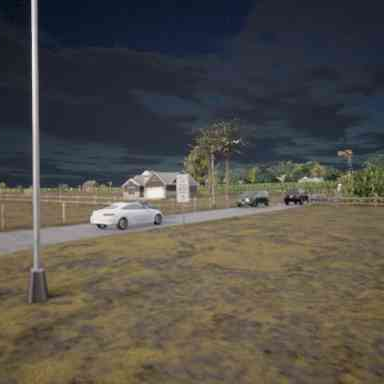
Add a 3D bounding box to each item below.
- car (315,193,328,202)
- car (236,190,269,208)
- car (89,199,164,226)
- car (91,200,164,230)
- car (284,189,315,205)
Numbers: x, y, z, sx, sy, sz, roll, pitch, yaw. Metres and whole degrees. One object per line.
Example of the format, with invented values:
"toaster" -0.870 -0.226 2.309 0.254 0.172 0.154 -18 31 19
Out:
"car" 19.995 0.876 52.639 2.033 1.411 5.357 -2 0 35
"car" 7.331 0.829 39.569 2.150 2.045 5.566 -2 0 35
"car" -4.383 1.316 22.914 2.128 1.511 4.902 -2 -1 35
"car" -3.599 1.298 19.069 1.812 1.442 4.674 -2 -1 35
"car" 14.096 0.668 44.180 2.150 2.045 5.566 -2 -1 36
